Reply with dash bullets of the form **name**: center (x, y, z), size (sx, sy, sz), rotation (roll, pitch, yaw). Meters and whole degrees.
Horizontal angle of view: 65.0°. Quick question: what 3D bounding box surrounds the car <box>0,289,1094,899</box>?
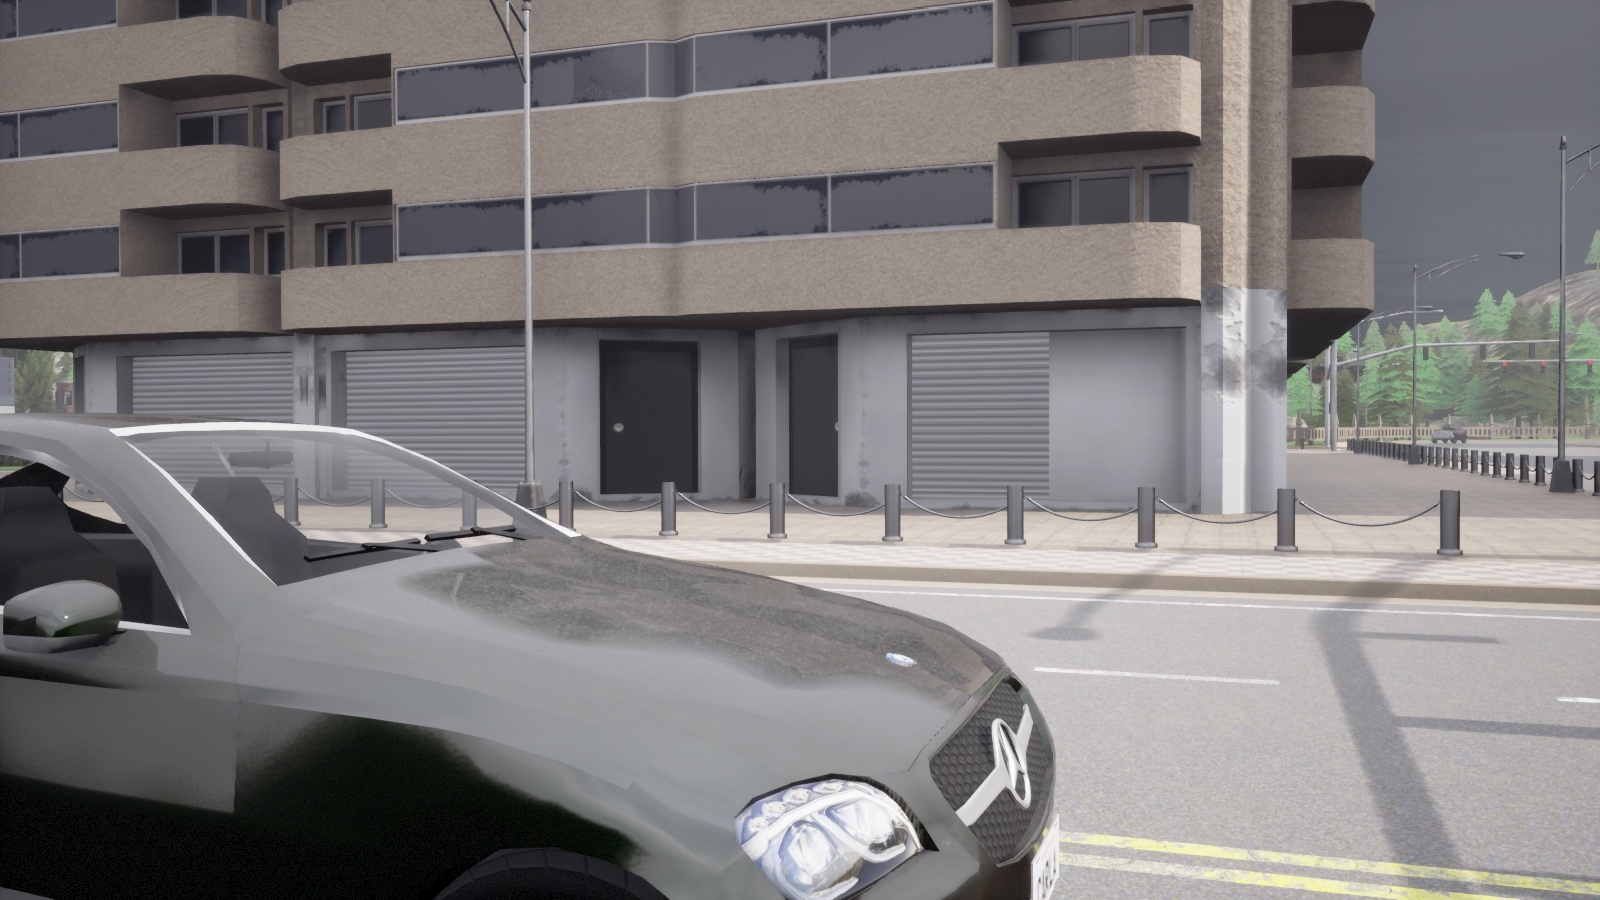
- **car**: center (-1.794, 0.538, 3.794), size (5.027, 1.651, 2.152), rotation (1, 1, 19)
